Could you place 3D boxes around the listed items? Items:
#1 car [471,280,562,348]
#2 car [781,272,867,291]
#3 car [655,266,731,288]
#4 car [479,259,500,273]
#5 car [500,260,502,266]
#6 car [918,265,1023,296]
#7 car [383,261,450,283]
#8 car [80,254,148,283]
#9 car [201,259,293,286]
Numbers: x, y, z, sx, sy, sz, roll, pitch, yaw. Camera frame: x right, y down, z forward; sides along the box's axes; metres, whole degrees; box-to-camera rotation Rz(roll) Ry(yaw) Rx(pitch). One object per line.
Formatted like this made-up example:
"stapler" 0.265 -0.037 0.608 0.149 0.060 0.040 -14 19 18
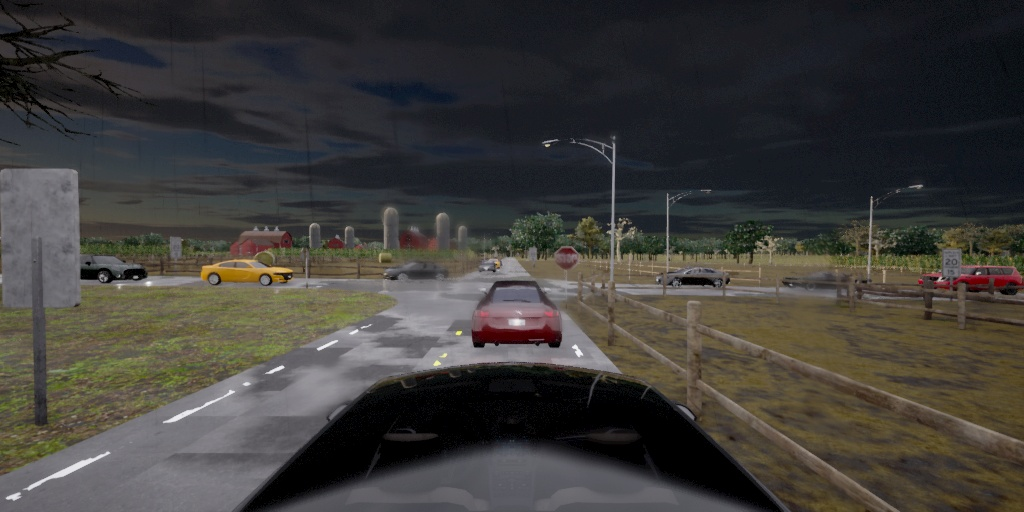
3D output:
"car" 0.098 1.311 9.250 1.994 1.385 4.181 0 0 0
"car" 22.045 1.796 25.463 4.718 1.301 1.895 1 1 0
"car" 12.752 1.486 25.405 4.902 1.511 2.128 1 1 0
"car" -2.846 1.207 42.510 2.128 1.511 4.902 0 0 0
"car" -2.832 1.171 54.280 1.882 1.535 5.008 0 0 0
"car" 32.563 1.665 25.511 5.566 2.045 2.150 1 1 0
"car" -6.996 1.138 26.645 4.892 1.490 1.837 3 3 -40
"car" -25.575 0.702 22.229 4.553 1.767 2.097 1 1 0
"car" -16.329 0.979 22.283 5.008 1.535 1.882 1 1 0
